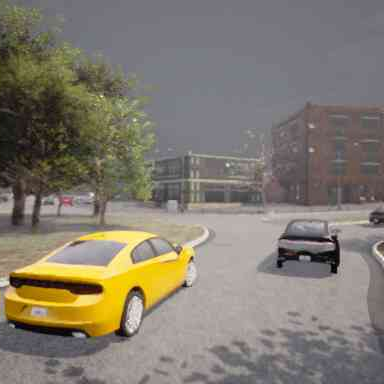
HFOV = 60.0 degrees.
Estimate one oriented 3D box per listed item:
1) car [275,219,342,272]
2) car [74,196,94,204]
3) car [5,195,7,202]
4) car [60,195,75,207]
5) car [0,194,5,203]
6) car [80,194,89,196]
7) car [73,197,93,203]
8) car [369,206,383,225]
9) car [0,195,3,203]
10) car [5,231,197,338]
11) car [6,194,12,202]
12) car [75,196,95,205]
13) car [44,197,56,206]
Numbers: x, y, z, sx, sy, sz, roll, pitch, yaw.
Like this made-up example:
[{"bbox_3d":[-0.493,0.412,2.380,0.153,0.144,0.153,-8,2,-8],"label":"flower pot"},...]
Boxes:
[{"bbox_3d":[4.134,1.704,11.722,2.128,1.511,4.902,0,-1,22],"label":"car"},{"bbox_3d":[-27.379,2.026,84.384,4.553,1.767,2.185,1,0,-22],"label":"car"},{"bbox_3d":[-45.746,1.844,75.930,4.892,1.521,2.231,1,0,-22],"label":"car"},{"bbox_3d":[-25.100,1.817,66.282,2.150,2.045,5.566,1,-1,-23],"label":"car"},{"bbox_3d":[-44.667,1.722,73.387,4.553,1.767,2.185,1,0,-22],"label":"car"},{"bbox_3d":[-24.237,2.039,76.654,4.553,1.767,2.185,1,0,-22],"label":"car"},{"bbox_3d":[-28.508,2.141,87.060,5.008,1.535,2.097,1,0,-22],"label":"car"},{"bbox_3d":[15.930,1.811,25.738,4.892,1.490,1.837,-1,0,-23],"label":"car"},{"bbox_3d":[-43.656,1.889,70.821,4.674,1.452,2.002,1,0,-22],"label":"car"},{"bbox_3d":[-1.379,1.562,6.989,1.882,1.535,5.008,0,-1,18],"label":"car"},{"bbox_3d":[-47.842,1.575,81.029,5.566,2.045,2.435,1,0,-22],"label":"car"},{"bbox_3d":[-22.248,2.182,71.595,4.792,1.488,2.163,1,-1,-22],"label":"car"},{"bbox_3d":[-29.901,1.916,70.040,2.097,1.767,4.553,1,-1,-22],"label":"car"}]
